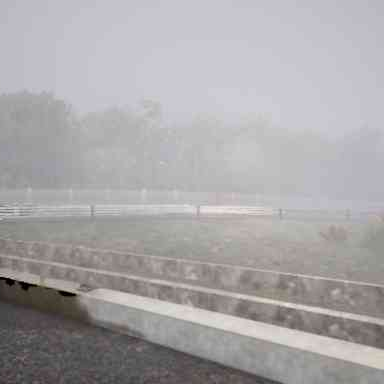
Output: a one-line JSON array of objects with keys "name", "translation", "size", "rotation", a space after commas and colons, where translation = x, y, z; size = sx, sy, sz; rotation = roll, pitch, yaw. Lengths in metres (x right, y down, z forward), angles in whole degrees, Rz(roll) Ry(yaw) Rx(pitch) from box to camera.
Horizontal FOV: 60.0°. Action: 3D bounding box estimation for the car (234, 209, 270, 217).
[{"name": "car", "translation": [7.684, 2.498, 42.949], "size": [4.718, 1.301, 1.895], "rotation": [3, -2, -24]}]
